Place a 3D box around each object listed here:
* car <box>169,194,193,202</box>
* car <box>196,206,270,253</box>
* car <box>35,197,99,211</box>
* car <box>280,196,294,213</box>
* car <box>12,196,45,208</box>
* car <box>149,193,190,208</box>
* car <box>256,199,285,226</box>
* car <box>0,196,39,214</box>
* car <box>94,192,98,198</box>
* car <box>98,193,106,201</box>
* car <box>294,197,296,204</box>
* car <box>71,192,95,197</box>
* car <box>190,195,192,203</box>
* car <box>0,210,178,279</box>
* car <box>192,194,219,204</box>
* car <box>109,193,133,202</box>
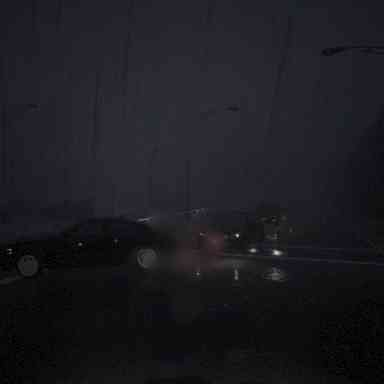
[{"bbox_3d":[-2.229,1.256,68.713,4.514,1.523,2.007,0,0,18],"label":"car"},{"bbox_3d":[1.785,1.514,13.926,1.812,1.442,4.674,0,0,24],"label":"car"},{"bbox_3d":[-9.083,1.355,24.219,3.633,1.501,1.845,0,0,18],"label":"car"},{"bbox_3d":[9.634,1.470,36.351,2.128,1.511,4.902,0,0,19],"label":"car"},{"bbox_3d":[-21.779,1.273,44.270,3.633,1.501,1.845,0,0,18],"label":"car"},{"bbox_3d":[-3.044,1.073,41.795,4.605,1.855,1.932,0,0,18],"label":"car"},{"bbox_3d":[5.278,1.487,23.365,1.837,1.490,4.892,0,0,19],"label":"car"},{"bbox_3d":[-15.171,1.355,29.404,3.806,1.475,1.970,0,0,18],"label":"car"},{"bbox_3d":[-21.979,1.297,67.974,3.806,1.475,1.970,0,0,18],"label":"car"},{"bbox_3d":[-20.342,1.013,70.932,3.866,1.878,1.905,0,0,18],"label":"car"},{"bbox_3d":[19.332,1.476,65.264,1.837,1.490,4.892,0,0,19],"label":"car"},{"bbox_3d":[-18.562,1.248,53.730,4.514,1.523,2.007,0,0,18],"label":"car"},{"bbox_3d":[-2.511,1.051,44.681,3.866,1.878,1.905,0,0,18],"label":"car"},{"bbox_3d":[-2.927,1.475,9.924,5.008,1.535,1.882,0,0,-19],"label":"car"},{"bbox_3d":[1.557,1.124,56.812,5.027,1.636,2.152,0,0,18],"label":"car"},{"bbox_3d":[-13.927,1.044,65.314,4.605,1.855,1.932,0,0,18],"label":"car"}]
